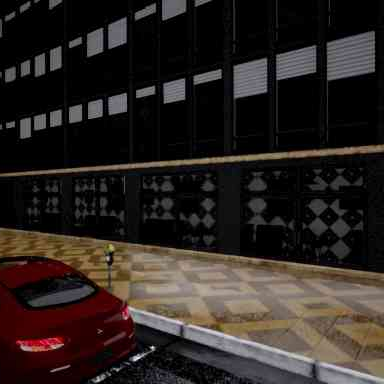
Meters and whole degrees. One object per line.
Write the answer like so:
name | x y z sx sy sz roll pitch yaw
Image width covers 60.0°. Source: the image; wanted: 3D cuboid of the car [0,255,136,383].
car | -2.627 1.582 4.701 4.206 1.307 1.802 0 0 35
